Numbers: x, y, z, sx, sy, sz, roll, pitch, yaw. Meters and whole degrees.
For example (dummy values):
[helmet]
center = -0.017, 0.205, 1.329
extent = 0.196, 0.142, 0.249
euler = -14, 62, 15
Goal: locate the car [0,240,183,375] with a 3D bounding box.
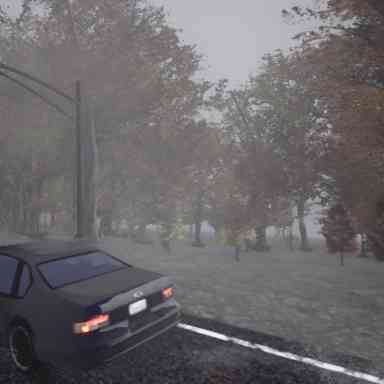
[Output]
[car]
center = -2.699, 1.567, 5.656
extent = 5.357, 1.411, 2.033
euler = -2, 1, 36
